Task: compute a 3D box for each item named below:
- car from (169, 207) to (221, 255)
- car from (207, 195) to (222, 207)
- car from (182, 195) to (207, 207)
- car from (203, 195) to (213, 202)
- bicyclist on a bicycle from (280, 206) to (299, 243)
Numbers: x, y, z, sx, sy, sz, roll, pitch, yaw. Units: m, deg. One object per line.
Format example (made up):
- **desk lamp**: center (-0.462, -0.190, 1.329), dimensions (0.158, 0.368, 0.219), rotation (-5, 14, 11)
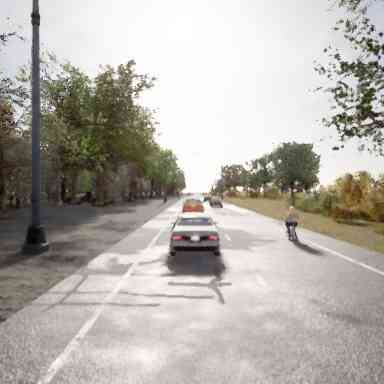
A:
- **car**: center (0.101, 1.541, 13.229), dimensions (2.033, 1.411, 5.357), rotation (0, 0, 0)
- **car**: center (3.611, 1.524, 51.415), dimensions (2.033, 1.411, 5.357), rotation (0, 0, 0)
- **car**: center (0.106, 1.336, 33.054), dimensions (2.097, 1.767, 4.553), rotation (0, 0, 0)
- **car**: center (3.517, 1.470, 73.411), dimensions (1.837, 1.490, 4.892), rotation (0, 0, 0)
- **bicyclist on a bicycle**: center (4.489, 1.429, 15.057), dimensions (0.866, 1.612, 1.509), rotation (0, 0, 0)
